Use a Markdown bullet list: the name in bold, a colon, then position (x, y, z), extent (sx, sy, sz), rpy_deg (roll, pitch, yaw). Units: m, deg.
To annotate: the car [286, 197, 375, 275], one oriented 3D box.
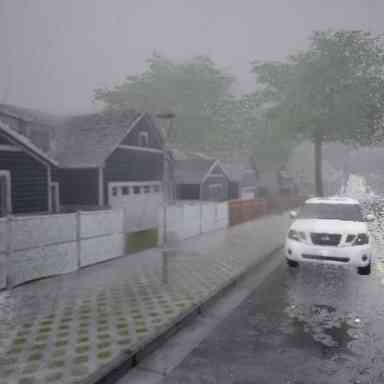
- **car**: position (4.656, 1.222, 11.077), extent (2.150, 2.045, 5.566), rpy_deg (1, 0, 26)
